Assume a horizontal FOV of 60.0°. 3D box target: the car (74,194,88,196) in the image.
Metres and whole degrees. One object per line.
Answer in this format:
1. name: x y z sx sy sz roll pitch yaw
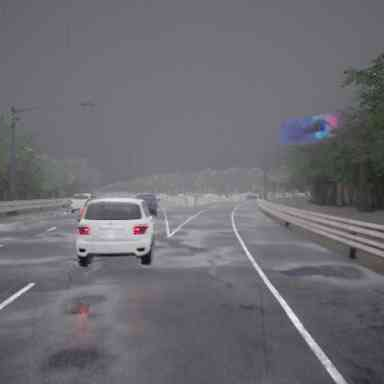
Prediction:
1. car: -11.673 1.223 36.548 2.150 2.045 5.566 0 0 -6

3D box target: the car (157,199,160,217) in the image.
1. car: -4.270 1.216 31.590 2.150 2.045 5.566 0 0 -6

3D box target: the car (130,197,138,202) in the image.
1. car: -14.158 1.783 81.777 1.895 1.301 4.718 0 0 -9

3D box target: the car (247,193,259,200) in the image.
1. car: 15.718 1.079 86.381 2.097 1.767 4.553 0 0 24

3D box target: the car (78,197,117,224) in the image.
1. car: -7.122 1.340 25.540 2.097 1.767 4.553 0 0 -5

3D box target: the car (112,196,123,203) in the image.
1. car: -16.467 1.701 73.813 1.994 1.385 4.181 0 0 -9

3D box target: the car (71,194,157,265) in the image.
1. car: -2.458 1.212 11.800 2.150 2.045 5.566 0 0 -5

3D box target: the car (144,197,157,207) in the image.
1. car: -6.616 1.599 53.218 2.033 1.411 5.357 0 0 -7
